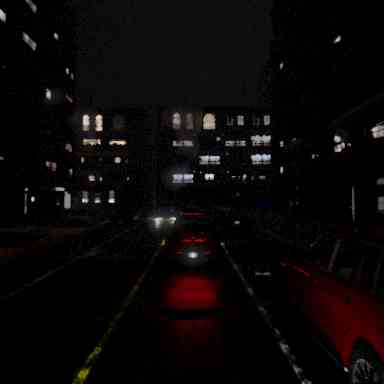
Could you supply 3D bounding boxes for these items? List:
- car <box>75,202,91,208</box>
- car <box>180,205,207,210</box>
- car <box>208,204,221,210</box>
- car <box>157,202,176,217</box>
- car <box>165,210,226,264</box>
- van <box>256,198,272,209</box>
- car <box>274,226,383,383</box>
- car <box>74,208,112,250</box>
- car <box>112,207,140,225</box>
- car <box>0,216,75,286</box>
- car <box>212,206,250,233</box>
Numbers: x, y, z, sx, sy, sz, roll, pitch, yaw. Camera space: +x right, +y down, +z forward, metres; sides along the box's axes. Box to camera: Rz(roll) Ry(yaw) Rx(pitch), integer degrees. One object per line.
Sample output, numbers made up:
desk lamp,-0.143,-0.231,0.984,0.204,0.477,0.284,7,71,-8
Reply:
car,-19.681,2.397,57.348,4.403,1.369,2.008,0,-1,0
car,0.054,1.820,27.352,1.837,1.490,4.892,0,0,1
car,2.584,1.851,26.690,1.887,1.381,4.507,1,-1,0
car,-2.790,1.913,37.225,1.882,1.535,5.008,0,-1,1
car,0.049,1.644,12.341,1.837,1.490,4.892,0,0,1
van,13.103,1.976,57.388,3.998,1.788,1.690,0,-1,0
car,2.579,1.365,4.439,2.192,1.841,5.009,1,-1,0
car,-5.280,1.699,15.369,1.752,1.417,4.829,1,-1,0
car,-5.264,1.872,26.667,1.947,1.339,4.313,1,-1,0
car,-5.291,1.635,9.805,1.752,1.417,4.829,1,-1,0
car,2.582,1.806,21.124,1.947,1.339,4.313,1,-1,0
